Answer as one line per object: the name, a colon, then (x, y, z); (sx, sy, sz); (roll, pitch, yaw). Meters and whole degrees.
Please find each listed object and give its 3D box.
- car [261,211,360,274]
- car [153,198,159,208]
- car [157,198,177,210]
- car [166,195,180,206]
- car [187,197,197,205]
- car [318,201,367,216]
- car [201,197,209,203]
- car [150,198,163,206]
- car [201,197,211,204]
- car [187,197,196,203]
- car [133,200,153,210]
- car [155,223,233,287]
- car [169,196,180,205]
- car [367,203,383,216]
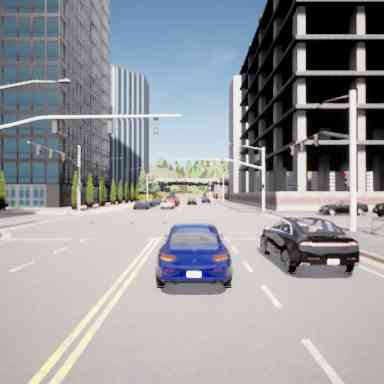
car: (3.561, 1.561, 10.840); (2.128, 1.511, 4.902); (0, 0, 0)
car: (-7.181, 1.955, 56.541); (1.895, 1.301, 4.718); (0, 0, 0)
car: (-3.680, 1.913, 49.908); (1.895, 1.301, 4.718); (0, 0, 0)
car: (-3.676, 1.595, 59.685); (2.150, 2.045, 5.566); (0, 0, 0)
car: (-0.016, 2.031, 68.925); (1.895, 1.301, 4.718); (0, 0, 0)
car: (15.526, 1.649, 34.183); (4.902, 1.511, 2.128); (0, 0, 0)
car: (3.354, 2.024, 86.545); (1.837, 1.490, 4.892); (0, 0, 0)
car: (-7.132, 1.968, 67.170); (2.033, 1.411, 5.357); (0, 0, 0)
car: (3.369, 2.006, 77.470); (1.812, 1.442, 4.674); (0, 0, 0)
car: (-0.145, 2.060, 85.645); (2.128, 1.511, 4.902); (0, 0, 0)
car: (-7.176, 1.863, 47.781); (1.994, 1.385, 4.181); (0, 0, 0)
car: (0.052, 1.585, 9.361); (1.812, 1.442, 4.674); (0, 0, 0)
car: (-3.618, 1.791, 69.673); (2.097, 1.767, 4.553); (0, 0, 0)
car: (19.771, 1.357, 30.695); (5.566, 2.045, 2.150); (0, 0, 0)
